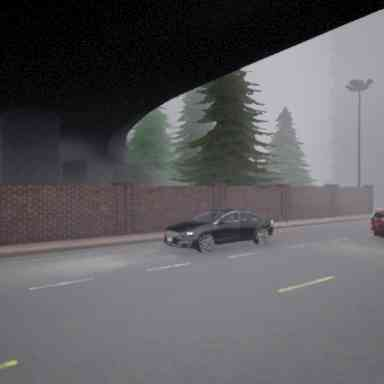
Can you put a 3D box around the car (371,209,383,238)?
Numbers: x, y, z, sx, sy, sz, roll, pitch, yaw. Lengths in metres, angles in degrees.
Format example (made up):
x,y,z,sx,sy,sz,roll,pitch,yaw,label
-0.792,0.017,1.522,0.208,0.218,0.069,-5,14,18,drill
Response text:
x,y,z,sx,sy,sz,roll,pitch,yaw,label
10.819,1.094,15.821,5.566,2.045,2.150,0,0,-35,car

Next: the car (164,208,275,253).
x,y,z,sx,sy,sz,roll,pitch,yaw,label
1.205,1.423,13.383,4.902,1.511,2.128,0,0,-35,car
